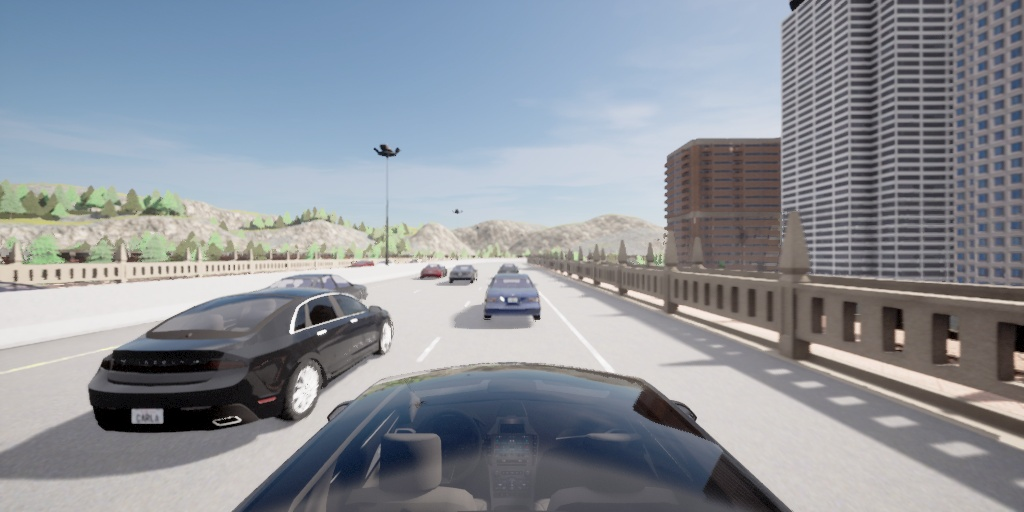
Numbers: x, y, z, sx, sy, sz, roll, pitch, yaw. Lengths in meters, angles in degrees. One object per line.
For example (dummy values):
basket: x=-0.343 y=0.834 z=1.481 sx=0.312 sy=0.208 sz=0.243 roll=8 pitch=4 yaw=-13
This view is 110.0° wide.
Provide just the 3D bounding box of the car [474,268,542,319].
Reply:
car: x=-0.011 y=1.320 z=12.821 sx=2.033 sy=1.411 sz=5.357 roll=0 pitch=0 yaw=-1

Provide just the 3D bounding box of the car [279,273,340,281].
car: x=-7.012 y=1.326 z=12.855 sx=2.033 sy=1.411 sz=5.357 roll=0 pitch=0 yaw=-1

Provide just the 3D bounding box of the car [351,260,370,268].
car: x=-21.711 y=1.348 z=52.419 sx=1.882 sy=1.535 sz=5.008 roll=0 pitch=0 yaw=0

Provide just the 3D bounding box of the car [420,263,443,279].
car: x=-7.298 y=1.385 z=33.974 sx=1.994 sy=1.385 sz=4.181 roll=0 pitch=0 yaw=-1

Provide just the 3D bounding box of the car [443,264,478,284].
car: x=-3.715 y=1.353 z=28.025 sx=2.033 sy=1.411 sz=5.357 roll=0 pitch=0 yaw=-1

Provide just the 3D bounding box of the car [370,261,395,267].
car: x=-18.200 y=1.391 z=51.418 sx=1.812 sy=1.442 sz=4.674 roll=0 pitch=0 yaw=0

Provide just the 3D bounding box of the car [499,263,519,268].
car: x=-0.297 y=1.379 z=33.998 sx=1.994 sy=1.385 sz=4.181 roll=0 pitch=0 yaw=-1

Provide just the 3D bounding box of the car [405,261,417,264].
car: x=-14.718 y=1.430 z=52.858 sx=1.994 sy=1.385 sz=4.181 roll=0 pitch=0 yaw=0

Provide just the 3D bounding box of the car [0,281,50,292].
car: x=-14.163 y=1.341 z=9.151 sx=1.994 sy=1.385 sz=4.181 roll=0 pitch=0 yaw=-1

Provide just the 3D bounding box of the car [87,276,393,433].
car: x=-3.450 y=1.266 z=5.803 sx=1.837 sy=1.490 sz=4.892 roll=0 pitch=0 yaw=0
